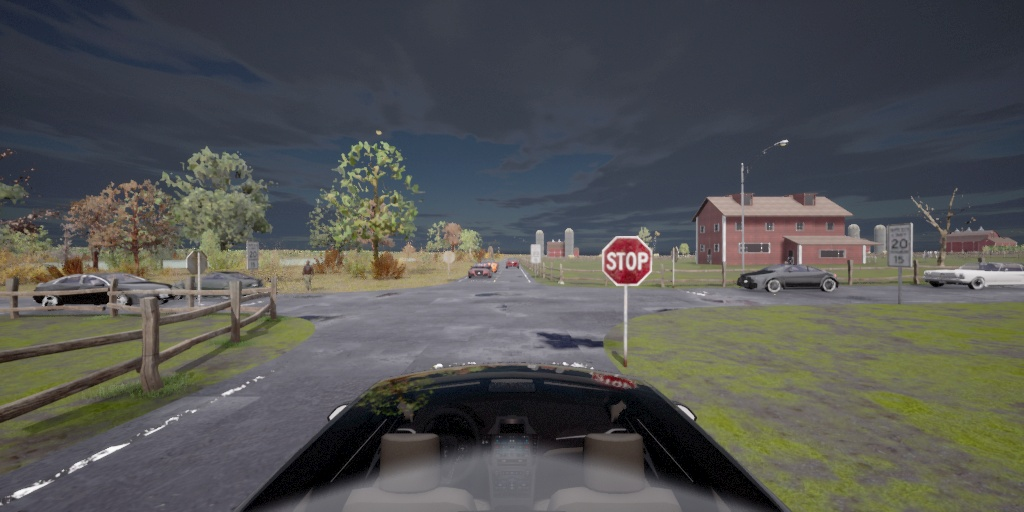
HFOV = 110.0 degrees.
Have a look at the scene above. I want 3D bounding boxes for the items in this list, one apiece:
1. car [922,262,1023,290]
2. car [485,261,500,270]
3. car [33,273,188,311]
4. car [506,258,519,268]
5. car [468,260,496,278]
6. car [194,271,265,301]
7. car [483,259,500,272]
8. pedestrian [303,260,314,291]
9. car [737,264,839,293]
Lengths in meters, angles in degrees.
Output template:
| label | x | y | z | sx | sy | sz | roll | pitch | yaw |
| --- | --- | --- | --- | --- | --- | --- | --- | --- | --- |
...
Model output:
| label | x | y | z | sx | sy | sz | roll | pitch | yaw |
| --- | --- | --- | --- | --- | --- | --- | --- | --- | --- |
| car | 23.925 | 0.972 | 18.086 | 4.718 | 1.301 | 1.895 | -1 | 0 | 0 |
| car | -2.836 | 1.348 | 52.709 | 1.895 | 1.301 | 4.718 | 0 | 0 | 0 |
| car | -17.417 | 1.475 | 15.476 | 4.902 | 1.511 | 2.128 | -1 | 0 | 1 |
| car | 0.098 | 1.098 | 59.534 | 2.097 | 1.767 | 4.553 | 0 | 0 | 0 |
| car | -2.840 | 1.312 | 33.061 | 1.994 | 1.385 | 4.181 | 0 | 0 | 0 |
| car | -15.116 | 1.492 | 18.333 | 4.181 | 1.385 | 1.994 | -1 | 0 | 2 |
| car | -2.838 | 1.100 | 42.816 | 2.097 | 1.767 | 4.553 | 0 | 0 | 0 |
| pedestrian | -12.158 | 1.164 | 21.389 | 0.375 | 1.860 | 0.375 | 0 | 1 | 0 |
| car | 13.856 | 1.083 | 18.161 | 4.181 | 1.385 | 1.994 | -1 | 0 | 1 |
